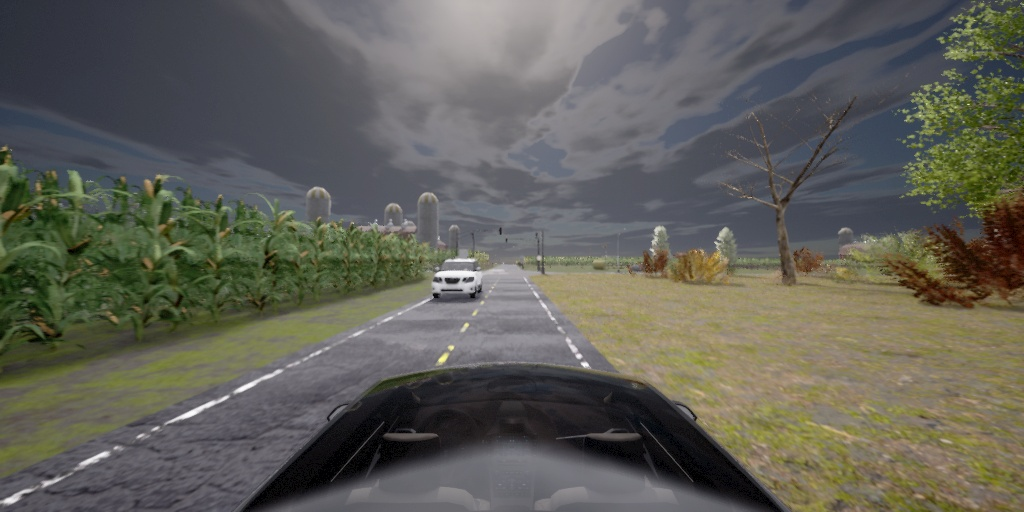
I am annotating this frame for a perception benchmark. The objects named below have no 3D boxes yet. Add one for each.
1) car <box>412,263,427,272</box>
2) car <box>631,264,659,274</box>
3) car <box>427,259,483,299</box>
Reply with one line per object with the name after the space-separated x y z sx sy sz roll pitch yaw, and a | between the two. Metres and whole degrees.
-13.155 1.622 54.587 4.902 1.511 2.128 1 -2 -3 | car
21.382 1.952 56.800 4.902 1.511 2.128 1 -2 -4 | car
-2.847 1.162 19.745 2.150 2.045 5.566 0 -1 0 | car
